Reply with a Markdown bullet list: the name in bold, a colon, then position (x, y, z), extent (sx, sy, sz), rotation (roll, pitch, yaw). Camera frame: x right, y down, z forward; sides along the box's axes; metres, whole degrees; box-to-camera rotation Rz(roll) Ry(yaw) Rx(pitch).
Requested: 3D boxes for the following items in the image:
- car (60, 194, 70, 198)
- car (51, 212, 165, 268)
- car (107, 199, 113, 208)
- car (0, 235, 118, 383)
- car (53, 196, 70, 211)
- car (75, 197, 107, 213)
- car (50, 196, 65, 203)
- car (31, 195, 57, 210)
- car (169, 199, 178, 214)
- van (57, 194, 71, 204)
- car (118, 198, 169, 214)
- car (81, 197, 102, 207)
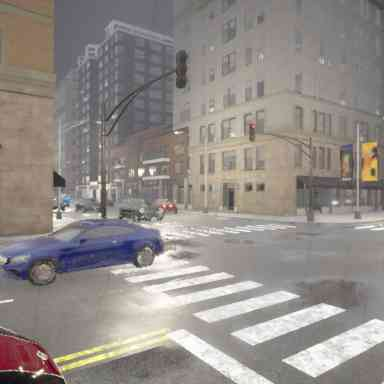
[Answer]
- **car**: position (-18.315, 1.451, 46.168), extent (2.128, 1.511, 4.902), rotation (0, 0, -35)
- **car**: position (-2.926, 1.527, 9.559), extent (4.674, 1.442, 1.812), rotation (0, 1, -41)
- **car**: position (-12.629, 1.564, 47.571), extent (1.802, 1.307, 4.206), rotation (0, 0, -35)
- **car**: position (-2.843, 1.352, 1.441), extent (4.553, 1.767, 2.097), rotation (0, 0, -36)
- **car**: position (-16.051, 1.520, 38.494), extent (1.947, 1.339, 4.313), rotation (0, 0, -35)
- **car**: position (-11.317, 1.469, 36.191), extent (1.837, 1.490, 4.892), rotation (0, 0, -35)
- **car**: position (-28.333, 1.561, 69.863), extent (1.947, 1.339, 4.313), rotation (0, 0, -35)
- **car**: position (-19.190, 1.268, 42.953), extent (2.192, 1.841, 5.009), rotation (0, 0, -35)
- **car**: position (-3.207, 1.428, 34.196), extent (1.967, 1.590, 4.097), rotation (0, 0, -35)
- **van**: position (-25.192, 1.333, 65.405), extent (1.690, 1.788, 3.998), rotation (0, 0, -35)
- **car**: position (-4.028, 1.326, 25.839), extent (2.097, 1.767, 4.553), rotation (0, 0, -35)
- **car**: position (-15.868, 1.508, 52.168), extent (1.752, 1.417, 4.829), rotation (0, 0, -35)
